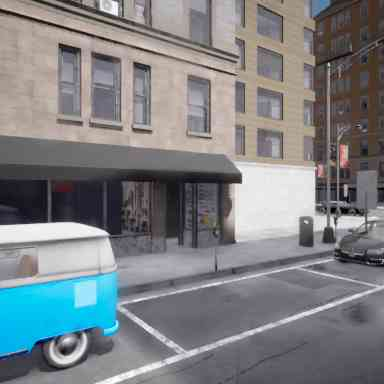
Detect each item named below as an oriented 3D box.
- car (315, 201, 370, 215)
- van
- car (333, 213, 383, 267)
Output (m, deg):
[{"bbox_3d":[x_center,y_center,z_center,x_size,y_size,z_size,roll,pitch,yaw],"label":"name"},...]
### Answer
[{"bbox_3d":[13.847,1.522,30.936,1.895,1.301,4.718,0,0,-35],"label":"car"},{"bbox_3d":[-2.923,1.341,4.105,3.998,1.788,1.690,0,0,-35],"label":"van"},{"bbox_3d":[6.300,1.550,10.674,4.403,1.369,2.008,0,0,-35],"label":"car"}]
